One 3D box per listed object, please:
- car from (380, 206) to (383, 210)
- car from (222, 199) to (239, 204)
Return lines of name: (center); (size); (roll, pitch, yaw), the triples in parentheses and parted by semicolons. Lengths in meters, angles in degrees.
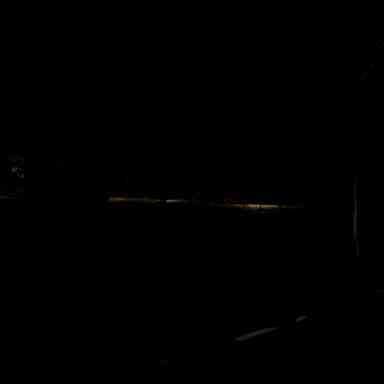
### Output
car: (34.997, 2.738, 56.865); (1.895, 1.301, 4.718); (0, 0, -36)
car: (10.515, 2.668, 91.079); (2.033, 1.411, 5.357); (0, 0, -36)
